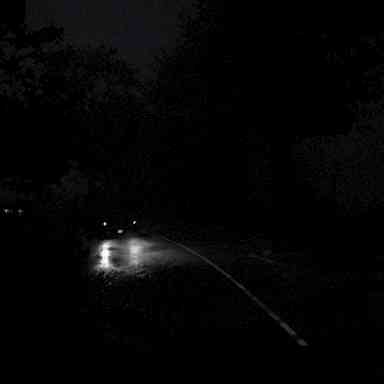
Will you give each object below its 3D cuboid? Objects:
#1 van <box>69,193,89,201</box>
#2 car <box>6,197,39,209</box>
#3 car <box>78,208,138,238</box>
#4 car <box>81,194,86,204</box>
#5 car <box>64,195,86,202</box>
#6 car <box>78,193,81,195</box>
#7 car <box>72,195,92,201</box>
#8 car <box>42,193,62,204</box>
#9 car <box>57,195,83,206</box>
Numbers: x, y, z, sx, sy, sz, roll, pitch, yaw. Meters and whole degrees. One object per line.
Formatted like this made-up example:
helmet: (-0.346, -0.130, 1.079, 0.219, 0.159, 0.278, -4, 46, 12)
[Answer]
van: (-28.995, 1.353, 85.435, 4.442, 1.987, 1.878, 1, 0, -3)
car: (-22.565, 1.516, 43.852, 2.033, 1.411, 5.357, 0, 0, -7)
car: (-4.529, 1.542, 17.571, 1.895, 1.301, 4.718, 0, 0, -32)
car: (-20.508, 1.680, 66.152, 1.994, 1.385, 4.181, 1, 0, -2)
car: (-29.014, 1.600, 82.605, 4.792, 1.488, 2.163, 1, 0, -3)
car: (-28.729, 1.598, 76.960, 4.674, 1.452, 2.002, 1, 0, -3)
car: (-29.246, 1.624, 88.251, 4.674, 1.452, 2.002, 1, 0, -3)
car: (-28.235, 1.272, 65.669, 5.566, 2.045, 2.435, 1, 0, -3)
car: (-19.977, 1.587, 54.456, 1.812, 1.442, 4.674, 1, 0, -2)
